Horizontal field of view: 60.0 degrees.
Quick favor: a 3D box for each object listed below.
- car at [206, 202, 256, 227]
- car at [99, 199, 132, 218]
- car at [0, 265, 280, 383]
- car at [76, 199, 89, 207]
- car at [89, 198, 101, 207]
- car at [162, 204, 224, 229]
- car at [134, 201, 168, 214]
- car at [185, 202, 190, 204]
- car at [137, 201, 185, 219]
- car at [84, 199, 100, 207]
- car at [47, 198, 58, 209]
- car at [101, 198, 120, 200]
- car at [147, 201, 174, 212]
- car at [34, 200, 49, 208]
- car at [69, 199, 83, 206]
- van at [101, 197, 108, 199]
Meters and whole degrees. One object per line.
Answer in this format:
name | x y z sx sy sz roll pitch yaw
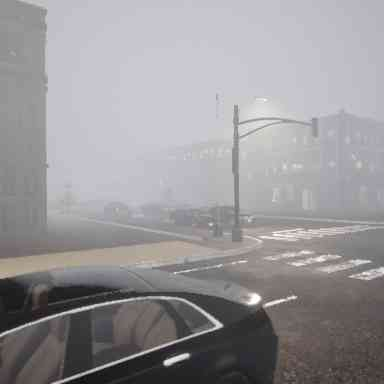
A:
car | 2.685 1.737 24.990 1.812 1.442 4.674 -1 0 -33
car | -7.929 1.846 35.451 1.967 1.590 4.097 -1 0 -35
car | -1.367 1.505 2.710 4.892 1.490 1.837 0 0 -35
car | -21.580 2.256 64.714 1.994 1.385 4.181 -1 0 -35
car | -17.114 1.939 62.873 2.192 1.841 5.009 -1 0 -35
car | 0.004 1.814 24.064 1.947 1.339 4.313 -1 0 -35
car | -5.158 1.877 41.565 2.128 1.511 4.902 -1 0 -35
car | -1.093 1.903 40.303 1.802 1.307 4.206 -2 0 -35
car | -3.260 1.877 33.360 2.033 1.411 5.357 -1 0 -36
car | -20.311 2.227 67.388 1.887 1.381 4.507 -1 0 -35
car | -23.844 2.232 57.884 1.752 1.417 4.829 -1 0 -35
car | -9.254 1.938 41.827 2.128 1.511 4.902 -1 0 -35
car | -4.295 1.966 44.817 1.802 1.307 4.206 -2 0 -35
car | -30.348 2.375 67.052 2.008 1.369 4.403 -1 0 -35
car | -26.717 2.363 76.417 1.947 1.339 4.313 -1 0 -35
van | -13.910 1.906 58.359 1.690 1.788 3.998 -1 0 -35
